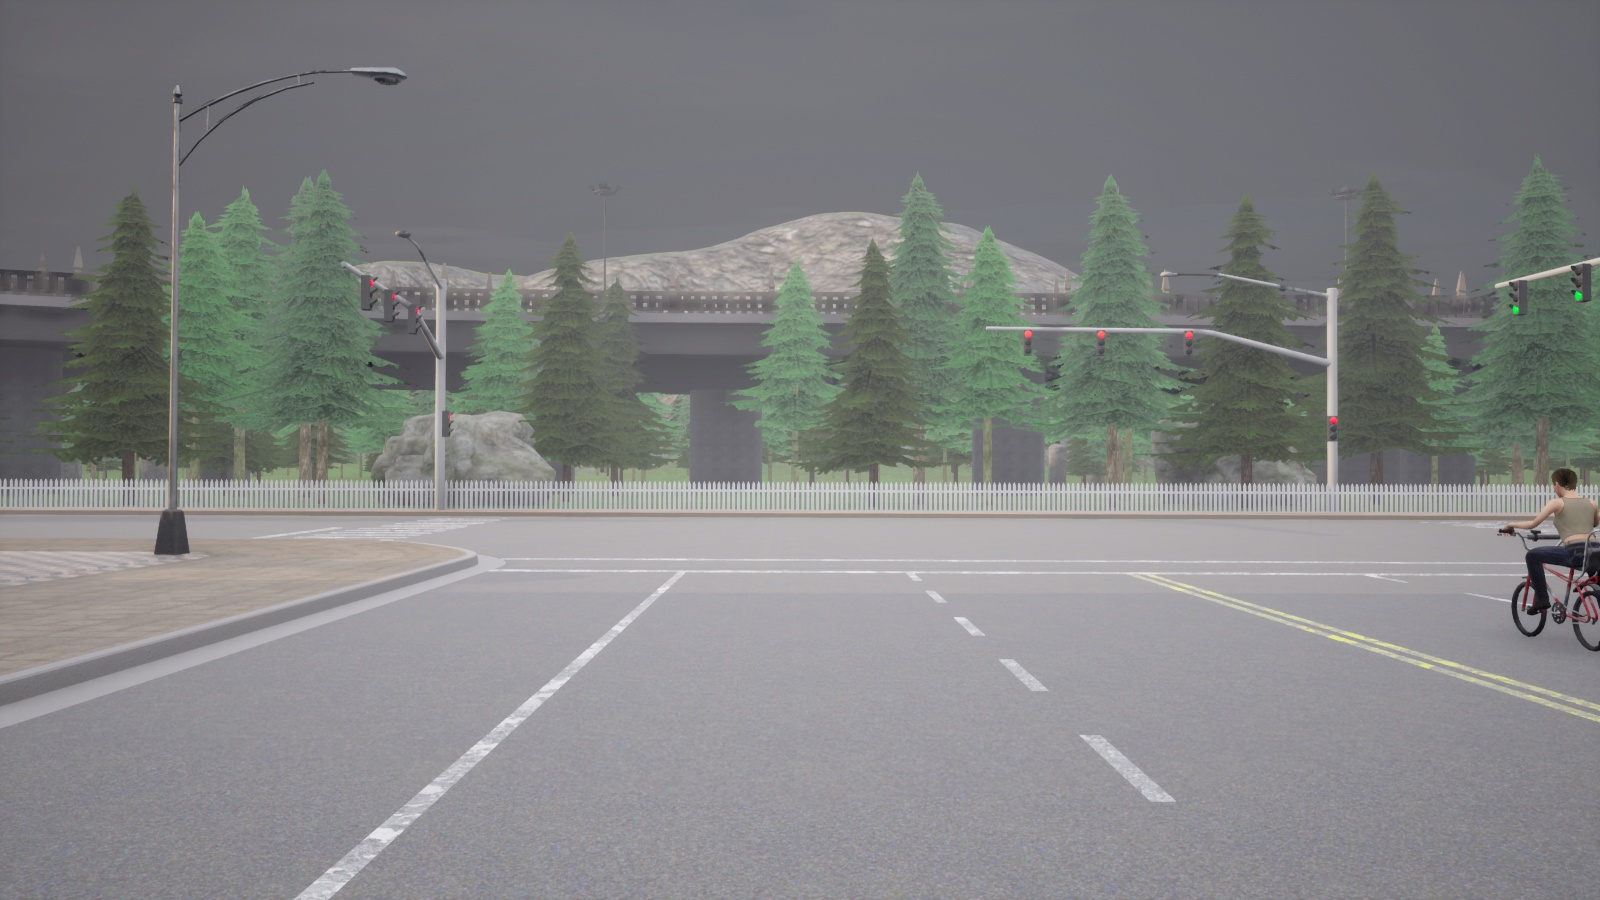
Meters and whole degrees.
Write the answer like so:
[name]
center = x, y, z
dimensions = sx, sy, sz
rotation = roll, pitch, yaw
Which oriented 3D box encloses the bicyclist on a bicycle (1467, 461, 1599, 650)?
[bicyclist on a bicycle]
center = 6.975, 0.916, 11.527
dimensions = 0.866, 1.612, 1.509
rotation = 0, -1, 0
